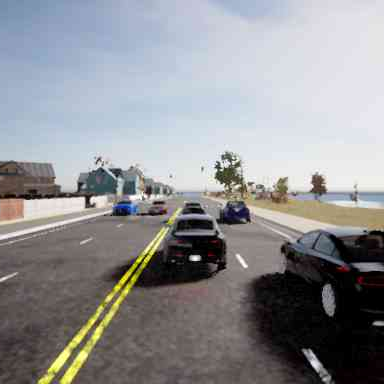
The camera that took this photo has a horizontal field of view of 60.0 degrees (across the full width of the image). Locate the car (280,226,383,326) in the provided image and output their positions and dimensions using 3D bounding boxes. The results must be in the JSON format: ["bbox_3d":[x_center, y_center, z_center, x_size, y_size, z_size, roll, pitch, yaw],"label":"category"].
[{"bbox_3d":[3.333,1.482,7.239,1.882,1.535,5.008,0,0,0],"label":"car"}]

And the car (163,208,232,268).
[{"bbox_3d":[0.092,1.512,11.261,1.837,1.490,4.892,0,0,0],"label":"car"}]

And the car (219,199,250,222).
[{"bbox_3d":[3.342,1.376,26.812,2.097,1.767,4.553,0,0,0],"label":"car"}]

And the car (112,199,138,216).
[{"bbox_3d":[-6.593,1.510,33.247,1.882,1.535,5.008,0,0,0],"label":"car"}]

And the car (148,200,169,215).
[{"bbox_3d":[-3.343,1.559,33.833,1.812,1.442,4.674,0,0,0],"label":"car"}]

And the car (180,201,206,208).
[{"bbox_3d":[0.094,1.529,27.163,1.837,1.490,4.892,0,0,0],"label":"car"}]
